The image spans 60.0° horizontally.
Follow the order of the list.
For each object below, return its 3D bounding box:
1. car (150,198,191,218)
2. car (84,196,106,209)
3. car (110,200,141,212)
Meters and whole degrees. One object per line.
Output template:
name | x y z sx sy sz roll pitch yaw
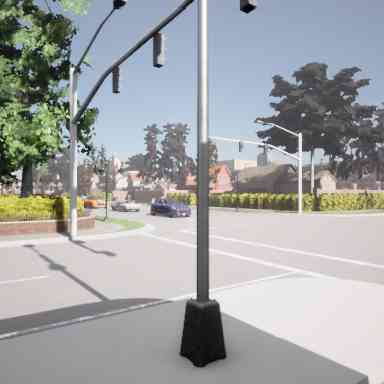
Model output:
car | -2.012 1.361 30.824 2.097 1.767 4.553 0 0 -36
car | -13.636 1.361 46.908 2.097 1.767 4.553 0 0 -36
car | -7.751 1.610 38.764 1.895 1.301 4.718 0 0 -36
